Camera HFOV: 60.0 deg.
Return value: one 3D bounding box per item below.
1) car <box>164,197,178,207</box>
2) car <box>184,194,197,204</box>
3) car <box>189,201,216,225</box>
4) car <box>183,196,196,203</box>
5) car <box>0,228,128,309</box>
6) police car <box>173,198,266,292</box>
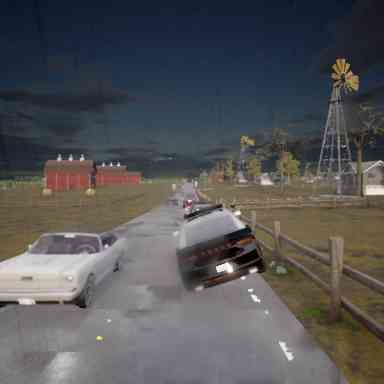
[{"bbox_3d":[-2.978,1.434,49.204,2.033,1.411,5.357,0,1,0],"label":"car"},{"bbox_3d":[-0.278,1.235,60.573,2.128,1.511,4.902,0,1,0],"label":"car"},{"bbox_3d":[0.711,1.482,25.141,1.837,1.490,4.892,0,0,0],"label":"car"},{"bbox_3d":[0.664,1.317,19.100,2.097,1.767,4.553,-1,0,0],"label":"car"},{"bbox_3d":[-2.887,1.597,7.990,1.895,1.301,4.718,0,0,0],"label":"car"},{"bbox_3d":[0.528,1.203,9.219,1.930,1.638,5.238,-18,3,0],"label":"police car"}]
